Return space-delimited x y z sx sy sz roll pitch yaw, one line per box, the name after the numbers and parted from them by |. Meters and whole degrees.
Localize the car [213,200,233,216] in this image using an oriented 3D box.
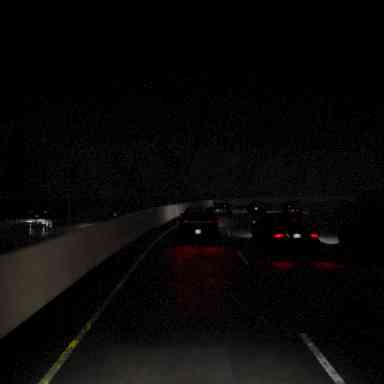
3.050 1.548 34.072 2.128 1.511 4.902 0 0 14 | car

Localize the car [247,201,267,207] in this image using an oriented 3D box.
6.810 1.621 34.682 1.994 1.385 4.181 0 0 14 | car

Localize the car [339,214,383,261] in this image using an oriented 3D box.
7.160 1.546 12.287 1.812 1.442 4.674 0 0 1 | car

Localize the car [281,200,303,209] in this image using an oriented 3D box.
10.269 1.561 34.135 1.837 1.490 4.892 0 0 14 | car

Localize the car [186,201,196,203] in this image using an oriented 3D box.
-0.340 1.696 56.468 1.994 1.385 4.181 0 0 25 | car

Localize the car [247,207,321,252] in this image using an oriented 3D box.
3.711 1.571 13.979 2.033 1.411 5.357 0 0 2 | car

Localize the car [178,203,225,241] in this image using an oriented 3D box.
0.395 1.520 16.889 2.128 1.511 4.902 0 0 3 | car
